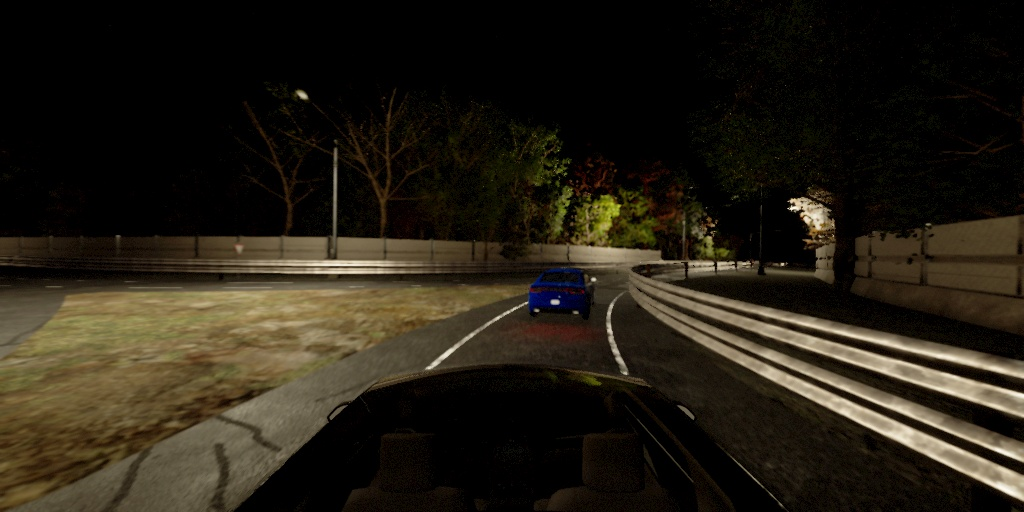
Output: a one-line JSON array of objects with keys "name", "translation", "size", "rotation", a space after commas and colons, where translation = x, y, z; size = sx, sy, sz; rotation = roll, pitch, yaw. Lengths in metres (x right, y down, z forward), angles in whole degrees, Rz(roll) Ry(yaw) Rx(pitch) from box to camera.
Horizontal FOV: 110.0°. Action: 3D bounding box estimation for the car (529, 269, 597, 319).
[{"name": "car", "translation": [1.933, 1.191, 12.871], "size": [1.882, 1.535, 5.008], "rotation": [0, 0, 16]}]
